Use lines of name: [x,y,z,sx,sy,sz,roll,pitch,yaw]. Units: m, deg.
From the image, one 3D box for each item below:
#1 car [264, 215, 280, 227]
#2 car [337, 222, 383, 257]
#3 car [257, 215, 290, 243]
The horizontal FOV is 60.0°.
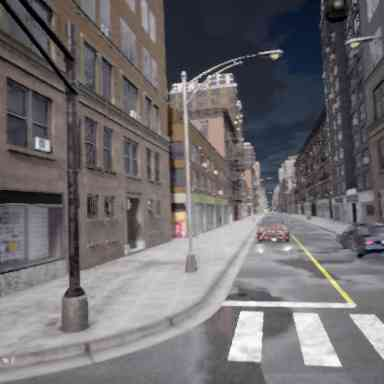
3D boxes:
car: [11.204,3.959,46.498,2.033,1.411,5.357,-3,-4,13]
car: [8.414,2.172,16.005,2.033,1.411,5.357,-7,-4,12]
car: [5.792,2.605,23.750,2.097,1.767,4.553,-3,-4,13]
